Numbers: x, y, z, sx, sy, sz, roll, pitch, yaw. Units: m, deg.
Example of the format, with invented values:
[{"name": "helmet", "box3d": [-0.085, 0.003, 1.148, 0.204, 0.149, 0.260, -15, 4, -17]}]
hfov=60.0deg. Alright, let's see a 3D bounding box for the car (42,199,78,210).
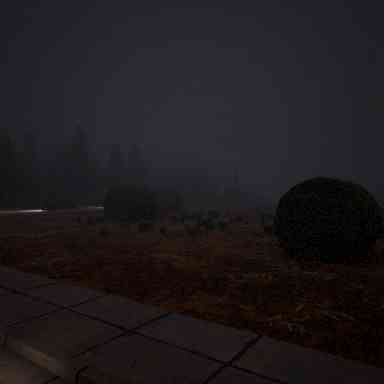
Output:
[{"name": "car", "box3d": [-16.737, 1.555, 42.309, 1.994, 1.385, 4.181, 0, 0, 37]}]
